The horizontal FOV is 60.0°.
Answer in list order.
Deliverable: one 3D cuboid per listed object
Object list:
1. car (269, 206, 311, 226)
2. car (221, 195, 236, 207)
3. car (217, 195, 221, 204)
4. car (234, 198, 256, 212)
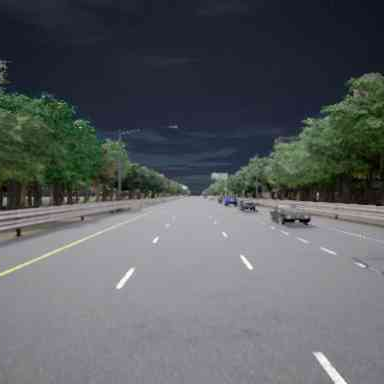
[{"bbox_3d":[7.036,1.702,24.397,1.895,1.301,4.718,0,0,0],"label":"car"},{"bbox_3d":[7.223,1.670,62.667,2.150,2.045,5.566,0,-1,0],"label":"car"},{"bbox_3d":[7.360,1.836,79.776,2.150,2.045,5.566,0,-1,1],"label":"car"},{"bbox_3d":[7.109,1.772,43.425,1.837,1.490,4.892,0,-1,0],"label":"car"}]
